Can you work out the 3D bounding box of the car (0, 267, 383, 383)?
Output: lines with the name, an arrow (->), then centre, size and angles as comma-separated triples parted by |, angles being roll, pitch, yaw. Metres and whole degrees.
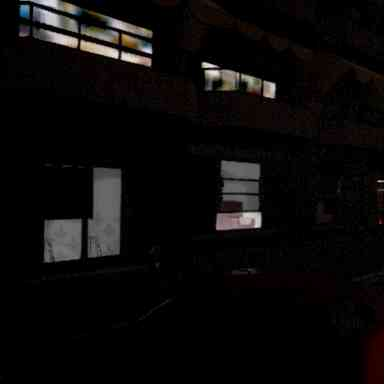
car -> 0.552, 1.525, 3.246 | 4.507, 1.381, 1.887 | 0, 1, -35
